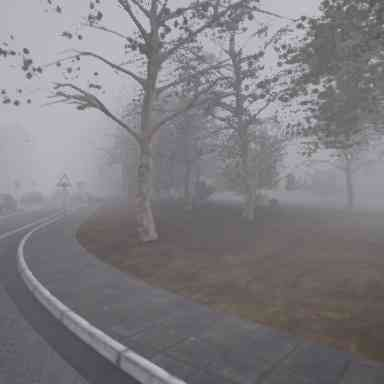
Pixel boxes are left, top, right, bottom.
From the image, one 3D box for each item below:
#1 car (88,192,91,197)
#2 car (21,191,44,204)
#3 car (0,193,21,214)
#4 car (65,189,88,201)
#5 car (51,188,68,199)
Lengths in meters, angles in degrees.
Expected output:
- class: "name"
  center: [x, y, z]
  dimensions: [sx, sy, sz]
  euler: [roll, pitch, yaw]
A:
- class: "car"
  center: [-20.435, 0.476, 63.392]
  dimensions: [1.994, 1.385, 4.181]
  euler: [1, 1, -11]
- class: "car"
  center: [-18.958, 0.645, 39.529]
  dimensions: [1.837, 1.490, 4.892]
  euler: [1, -2, -11]
- class: "car"
  center: [-16.674, 0.910, 28.439]
  dimensions: [2.097, 1.767, 4.553]
  euler: [1, 1, -11]
- class: "car"
  center: [-18.354, 0.651, 53.181]
  dimensions: [2.033, 1.411, 5.357]
  euler: [1, 1, -12]
- class: "car"
  center: [-22.447, 0.265, 56.992]
  dimensions: [2.150, 2.045, 5.566]
  euler: [1, 1, -12]
